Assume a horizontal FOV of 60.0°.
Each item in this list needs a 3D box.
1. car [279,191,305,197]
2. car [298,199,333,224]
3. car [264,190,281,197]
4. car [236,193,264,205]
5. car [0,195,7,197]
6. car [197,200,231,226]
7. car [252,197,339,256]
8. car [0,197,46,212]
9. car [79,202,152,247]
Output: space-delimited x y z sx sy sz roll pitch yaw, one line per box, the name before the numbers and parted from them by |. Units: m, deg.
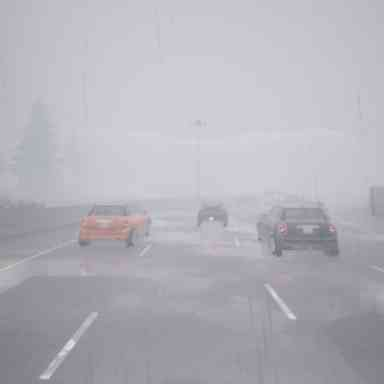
car | 13.103 0.945 42.055 2.097 1.767 4.553 1 1 32
car | 8.779 1.315 23.997 2.033 1.411 5.357 0 1 17
car | 11.905 0.766 47.118 2.150 2.045 5.566 0 0 38
car | 7.950 1.050 47.050 1.837 1.490 4.892 -1 0 34
car | -18.524 1.113 30.270 2.097 1.767 4.553 0 1 14
car | 1.455 1.293 21.735 1.837 1.490 4.892 0 0 8
car | 3.772 1.228 12.671 2.097 1.767 4.553 0 1 3
car | -15.165 1.318 29.269 1.895 1.301 4.718 0 1 14
car | -3.114 1.212 14.431 2.097 1.767 4.553 0 1 4
